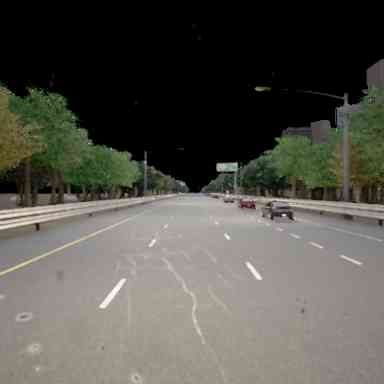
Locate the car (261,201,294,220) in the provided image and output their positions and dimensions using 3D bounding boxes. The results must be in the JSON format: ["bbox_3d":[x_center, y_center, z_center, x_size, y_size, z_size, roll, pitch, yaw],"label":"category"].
[{"bbox_3d":[7.043,1.517,27.799,1.837,1.490,4.892,0,0,0],"label":"car"}]

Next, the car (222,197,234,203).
[{"bbox_3d":[7.250,1.644,67.428,1.895,1.301,4.718,0,0,0],"label":"car"}]

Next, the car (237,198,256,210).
[{"bbox_3d":[7.106,1.519,43.780,1.882,1.535,5.008,0,0,0],"label":"car"}]
